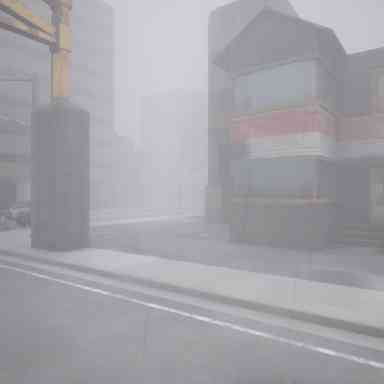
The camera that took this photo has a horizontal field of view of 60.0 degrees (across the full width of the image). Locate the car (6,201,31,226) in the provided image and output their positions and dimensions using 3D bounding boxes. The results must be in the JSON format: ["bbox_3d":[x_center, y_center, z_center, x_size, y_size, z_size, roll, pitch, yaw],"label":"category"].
[{"bbox_3d":[-9.710,1.453,22.725,2.038,1.542,4.974,0,0,15],"label":"car"}]

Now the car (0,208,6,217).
[{"bbox_3d":[-12.868,1.295,25.424,4.536,1.218,1.853,0,0,-30],"label":"car"}]

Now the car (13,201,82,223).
[{"bbox_3d":[-9.697,1.295,22.775,1.853,1.218,4.536,0,0,15],"label":"car"}]
